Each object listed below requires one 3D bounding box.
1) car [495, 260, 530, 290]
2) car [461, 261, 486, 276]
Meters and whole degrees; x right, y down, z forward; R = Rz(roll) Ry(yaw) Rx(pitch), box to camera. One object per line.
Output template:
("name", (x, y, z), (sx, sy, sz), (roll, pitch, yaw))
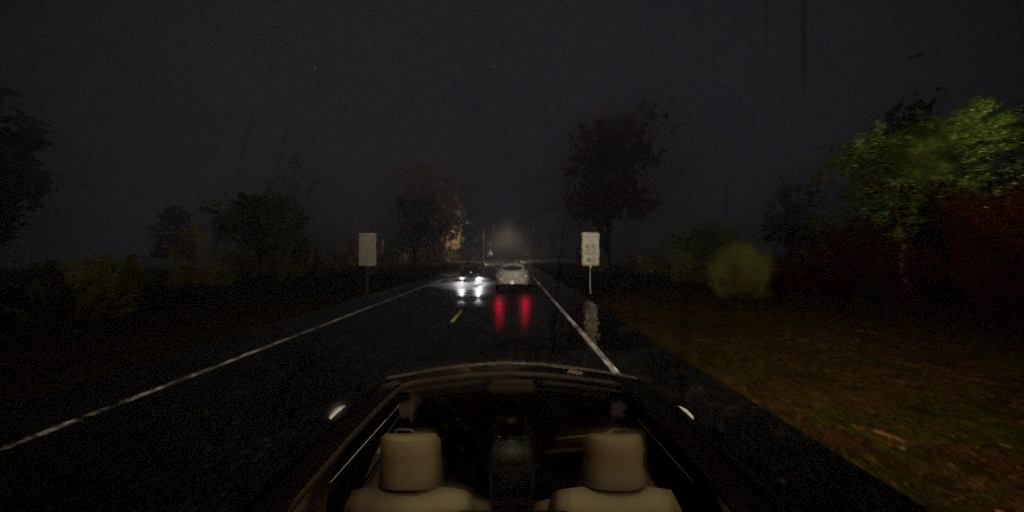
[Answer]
("car", (0.033, 1.097, 20.404), (1.812, 1.442, 4.674), (0, 0, 1))
("car", (-3.508, 1.073, 32.958), (1.895, 1.301, 4.718), (0, 0, 0))
